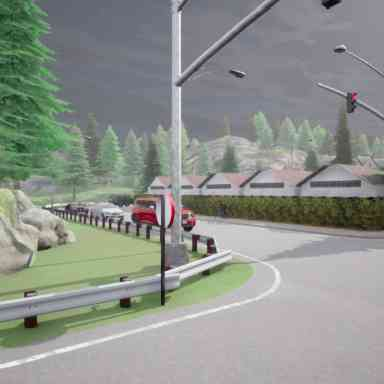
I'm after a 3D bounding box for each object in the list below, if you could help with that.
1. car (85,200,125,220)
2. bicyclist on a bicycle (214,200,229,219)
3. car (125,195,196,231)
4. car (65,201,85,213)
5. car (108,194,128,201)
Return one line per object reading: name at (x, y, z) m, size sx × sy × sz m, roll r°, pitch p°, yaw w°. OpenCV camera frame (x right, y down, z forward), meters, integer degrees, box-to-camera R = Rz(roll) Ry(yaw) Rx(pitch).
car at (-7.621, 1.717, 29.567) m, size 1.812 × 1.442 × 4.674 m, roll 0°, pitch 0°, yaw -35°
bicyclist on a bicycle at (2.537, 1.494, 28.097) m, size 1.656 × 1.620 × 0.582 m, roll 0°, pitch 0°, yaw -35°
car at (-2.017, 1.413, 21.551) m, size 2.150 × 2.045 × 5.566 m, roll 0°, pitch 0°, yaw -35°
car at (-13.130, 1.754, 37.818) m, size 1.994 × 1.385 × 4.181 m, roll 0°, pitch 0°, yaw -32°
car at (-10.940, 1.398, 53.205) m, size 2.150 × 2.045 × 5.566 m, roll 0°, pitch 0°, yaw 33°
